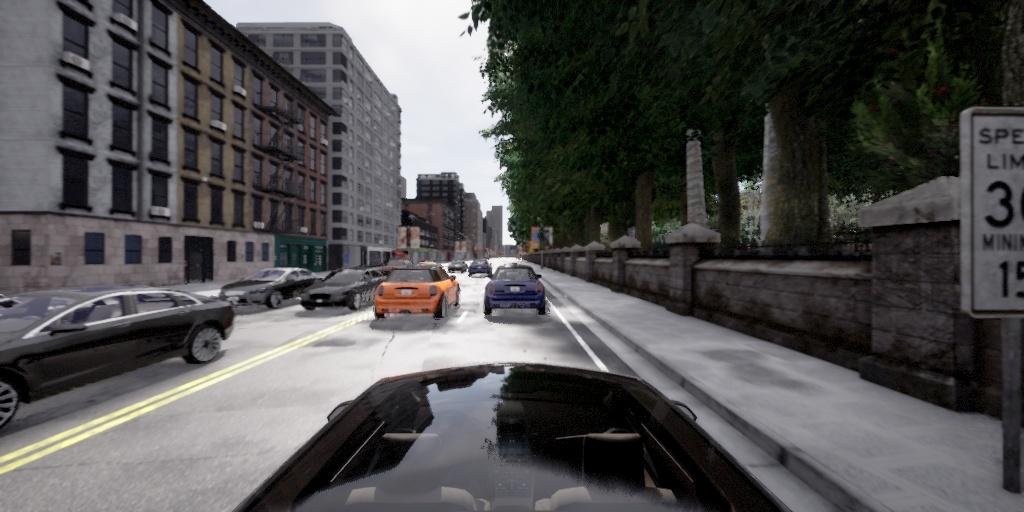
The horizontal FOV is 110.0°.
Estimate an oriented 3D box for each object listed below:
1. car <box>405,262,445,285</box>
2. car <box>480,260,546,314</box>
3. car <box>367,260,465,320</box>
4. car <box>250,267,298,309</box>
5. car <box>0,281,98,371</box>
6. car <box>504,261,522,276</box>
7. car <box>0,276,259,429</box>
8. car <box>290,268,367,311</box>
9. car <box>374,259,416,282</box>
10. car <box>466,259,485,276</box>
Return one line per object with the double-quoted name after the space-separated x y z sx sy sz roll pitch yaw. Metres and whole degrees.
-6.548 1.247 27.610 1.882 1.535 5.008 0 0 0 "car"
0.098 1.111 13.904 2.097 1.767 4.553 0 0 0 "car"
-3.153 1.110 12.844 2.097 1.767 4.553 0 0 0 "car"
-9.835 1.251 15.128 2.128 1.511 4.902 0 0 0 "car"
-9.840 1.259 5.273 1.837 1.490 4.892 0 0 0 "car"
0.095 1.301 39.459 1.812 1.442 4.674 0 0 0 "car"
-6.591 1.245 5.306 2.128 1.511 4.902 0 0 0 "car"
-6.585 1.263 14.698 1.837 1.490 4.892 0 0 0 "car"
-9.775 1.122 30.424 2.097 1.767 4.553 0 0 0 "car"
-3.154 1.126 36.798 2.097 1.767 4.553 0 0 0 "car"
